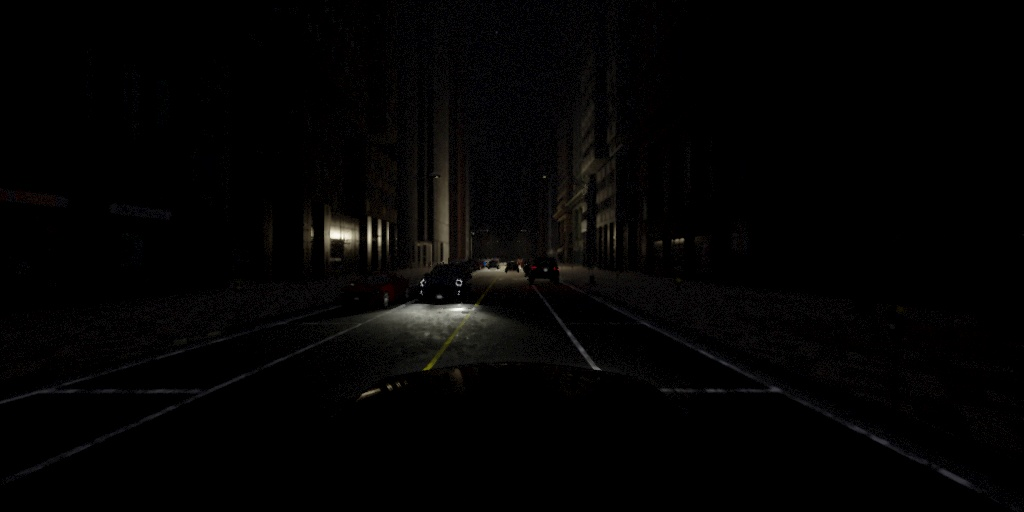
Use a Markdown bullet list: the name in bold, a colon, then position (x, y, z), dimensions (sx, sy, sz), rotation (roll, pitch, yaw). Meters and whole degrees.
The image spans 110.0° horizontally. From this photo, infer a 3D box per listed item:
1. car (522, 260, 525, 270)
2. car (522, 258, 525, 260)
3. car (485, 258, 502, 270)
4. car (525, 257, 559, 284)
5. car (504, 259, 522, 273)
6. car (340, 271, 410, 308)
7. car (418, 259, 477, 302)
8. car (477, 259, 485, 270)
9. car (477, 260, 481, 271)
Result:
- **car**: position (2.756, 1.517, 49.380), dimensions (2.007, 1.370, 4.403), rotation (0, 0, 0)
- **car**: position (2.755, 1.459, 60.652), dimensions (1.967, 1.591, 4.097), rotation (0, 0, 0)
- **car**: position (-3.058, 1.519, 58.896), dimensions (1.837, 1.490, 4.892), rotation (0, 0, 1)
- **car**: position (2.392, 1.092, 28.184), dimensions (2.150, 2.045, 5.566), rotation (0, 0, 0)
- **car**: position (0.027, 1.490, 48.906), dimensions (1.812, 1.442, 4.674), rotation (0, 0, 1)
- **car**: position (-5.765, 1.355, 15.549), dimensions (1.888, 1.381, 4.507), rotation (0, 0, 0)
- **car**: position (-3.101, 1.171, 17.568), dimensions (2.097, 1.767, 4.553), rotation (0, 0, 0)
- **car**: position (-5.770, 1.307, 55.004), dimensions (2.192, 1.841, 5.009), rotation (0, 0, 0)
- **car**: position (-5.769, 1.532, 49.368), dimensions (1.948, 1.339, 4.313), rotation (0, 0, 0)
